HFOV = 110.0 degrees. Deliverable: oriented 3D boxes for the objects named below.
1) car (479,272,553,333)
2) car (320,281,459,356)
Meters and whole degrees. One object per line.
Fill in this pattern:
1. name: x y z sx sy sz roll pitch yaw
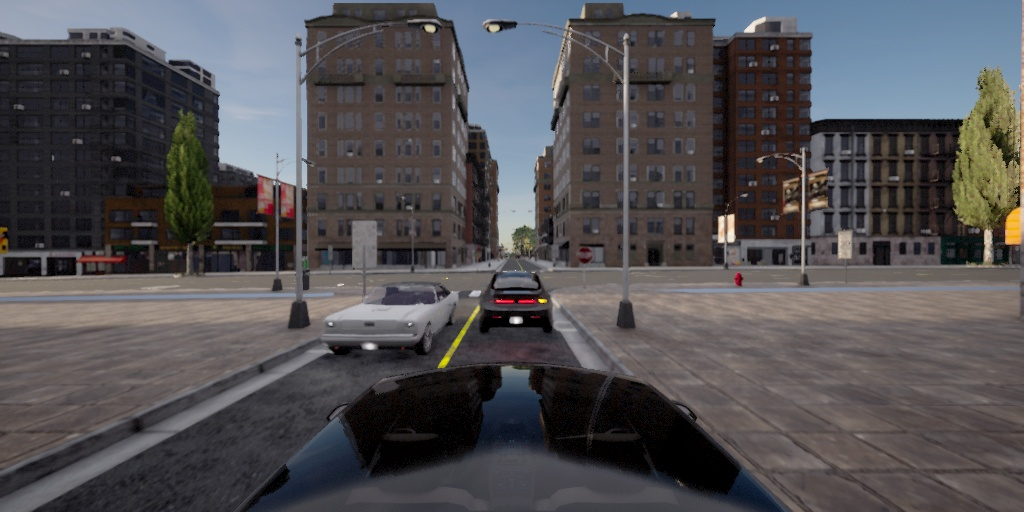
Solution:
1. car: 0.107 1.199 10.560 1.837 1.490 4.892 0 0 0
2. car: -2.545 1.307 8.653 1.895 1.301 4.718 0 0 1
